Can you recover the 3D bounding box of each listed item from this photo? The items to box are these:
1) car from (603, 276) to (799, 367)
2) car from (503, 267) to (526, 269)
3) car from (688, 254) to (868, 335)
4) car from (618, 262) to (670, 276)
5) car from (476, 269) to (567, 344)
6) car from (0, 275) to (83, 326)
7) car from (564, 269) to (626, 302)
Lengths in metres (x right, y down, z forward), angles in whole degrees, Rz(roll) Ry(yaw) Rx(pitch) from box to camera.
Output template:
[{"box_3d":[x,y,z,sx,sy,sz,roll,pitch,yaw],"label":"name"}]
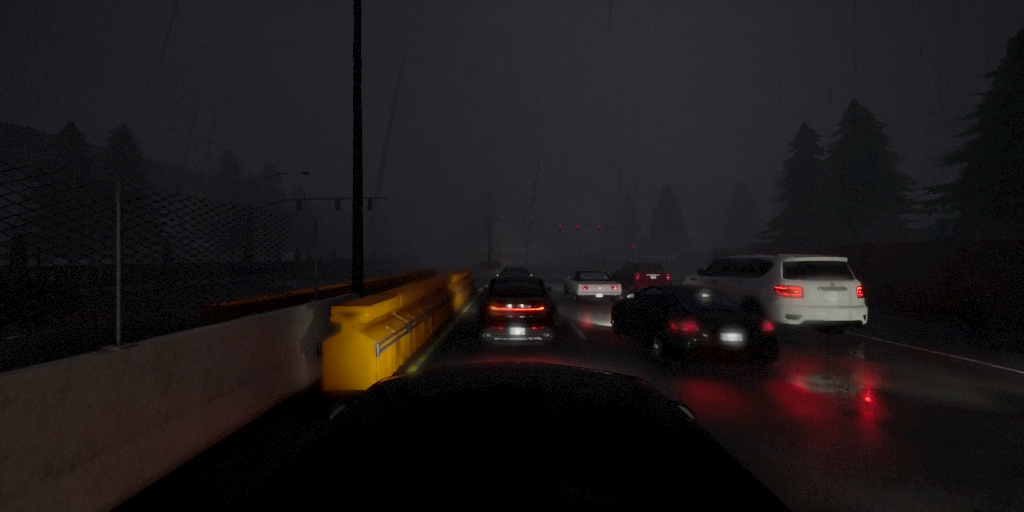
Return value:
[{"box_3d":[3.622,1.314,7.934,1.994,1.385,4.181,0,0,-1],"label":"car"},{"box_3d":[0.137,1.297,19.080,2.033,1.411,5.357,0,0,0],"label":"car"},{"box_3d":[7.121,0.971,10.635,2.150,2.045,5.566,0,0,0],"label":"car"},{"box_3d":[7.142,1.102,20.221,2.097,1.767,4.553,0,0,0],"label":"car"},{"box_3d":[0.118,1.255,9.563,1.837,1.490,4.892,0,0,0],"label":"car"},{"box_3d":[-14.054,1.256,8.840,1.837,1.490,4.892,0,0,1],"label":"car"},{"box_3d":[3.635,1.351,17.116,1.895,1.301,4.718,0,0,0],"label":"car"}]
